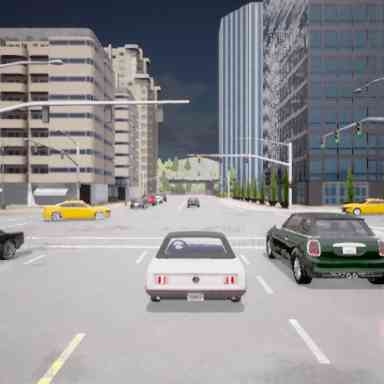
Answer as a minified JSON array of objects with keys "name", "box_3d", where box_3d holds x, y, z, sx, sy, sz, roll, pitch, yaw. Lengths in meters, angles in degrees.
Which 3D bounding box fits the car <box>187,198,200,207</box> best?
[{"name":"car","box_3d":[0.180,1.525,49.775,2.033,1.411,5.357,0,0,0]}]

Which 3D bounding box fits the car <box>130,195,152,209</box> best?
[{"name":"car","box_3d":[-7.044,1.471,44.636,2.128,1.511,4.902,0,0,0]}]

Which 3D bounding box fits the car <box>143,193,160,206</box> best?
[{"name":"car","box_3d":[-7.025,1.198,54.209,2.150,2.045,5.566,0,0,0]}]

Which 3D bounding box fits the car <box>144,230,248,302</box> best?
[{"name":"car","box_3d":[0.085,1.597,8.200,1.895,1.301,4.718,0,0,0]}]

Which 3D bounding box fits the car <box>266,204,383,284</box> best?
[{"name":"car","box_3d":[3.593,1.348,9.691,2.097,1.767,4.553,0,0,0]}]

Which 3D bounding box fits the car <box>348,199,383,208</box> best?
[{"name":"car","box_3d":[16.856,1.408,31.570,5.008,1.535,1.882,0,0,1]}]

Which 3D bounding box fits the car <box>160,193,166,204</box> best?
[{"name":"car","box_3d":[-6.961,1.192,64.684,2.150,2.045,5.566,0,0,2]}]

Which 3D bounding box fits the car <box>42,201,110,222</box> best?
[{"name":"car","box_3d":[-8.944,1.443,25.964,5.008,1.535,1.882,0,0,-17]}]

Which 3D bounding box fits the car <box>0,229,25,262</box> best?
[{"name":"car","box_3d":[-6.869,1.596,9.468,1.895,1.301,4.718,0,0,2]}]
